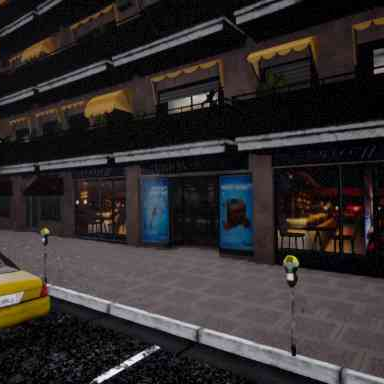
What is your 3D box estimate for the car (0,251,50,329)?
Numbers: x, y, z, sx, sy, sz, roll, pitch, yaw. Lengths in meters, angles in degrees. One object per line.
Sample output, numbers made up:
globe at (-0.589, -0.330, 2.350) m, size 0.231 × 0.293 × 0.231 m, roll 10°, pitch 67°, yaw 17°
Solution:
car at (-4.552, 1.527, 6.127) m, size 4.829 × 1.417 × 1.752 m, roll 0°, pitch -1°, yaw 35°
